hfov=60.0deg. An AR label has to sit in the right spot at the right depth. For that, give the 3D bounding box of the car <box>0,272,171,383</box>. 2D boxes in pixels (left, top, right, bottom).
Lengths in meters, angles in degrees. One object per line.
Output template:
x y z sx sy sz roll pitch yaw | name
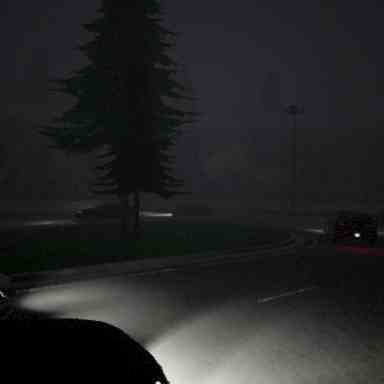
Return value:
-2.134 1.556 2.170 4.181 1.385 1.994 1 0 -36 | car

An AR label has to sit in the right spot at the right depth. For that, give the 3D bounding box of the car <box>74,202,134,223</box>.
-6.872 1.578 26.902 5.008 1.535 1.882 1 -2 -28 | car

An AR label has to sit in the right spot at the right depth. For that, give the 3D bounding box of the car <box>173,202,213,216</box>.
0.126 1.779 35.130 4.181 1.385 1.994 0 0 7 | car

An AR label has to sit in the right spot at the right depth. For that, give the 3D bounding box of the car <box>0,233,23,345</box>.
-5.007 1.505 4.419 4.674 1.442 1.812 1 0 -36 | car

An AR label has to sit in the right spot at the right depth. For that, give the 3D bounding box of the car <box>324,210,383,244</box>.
8.095 1.684 17.187 1.837 1.490 4.892 3 0 17 | car
